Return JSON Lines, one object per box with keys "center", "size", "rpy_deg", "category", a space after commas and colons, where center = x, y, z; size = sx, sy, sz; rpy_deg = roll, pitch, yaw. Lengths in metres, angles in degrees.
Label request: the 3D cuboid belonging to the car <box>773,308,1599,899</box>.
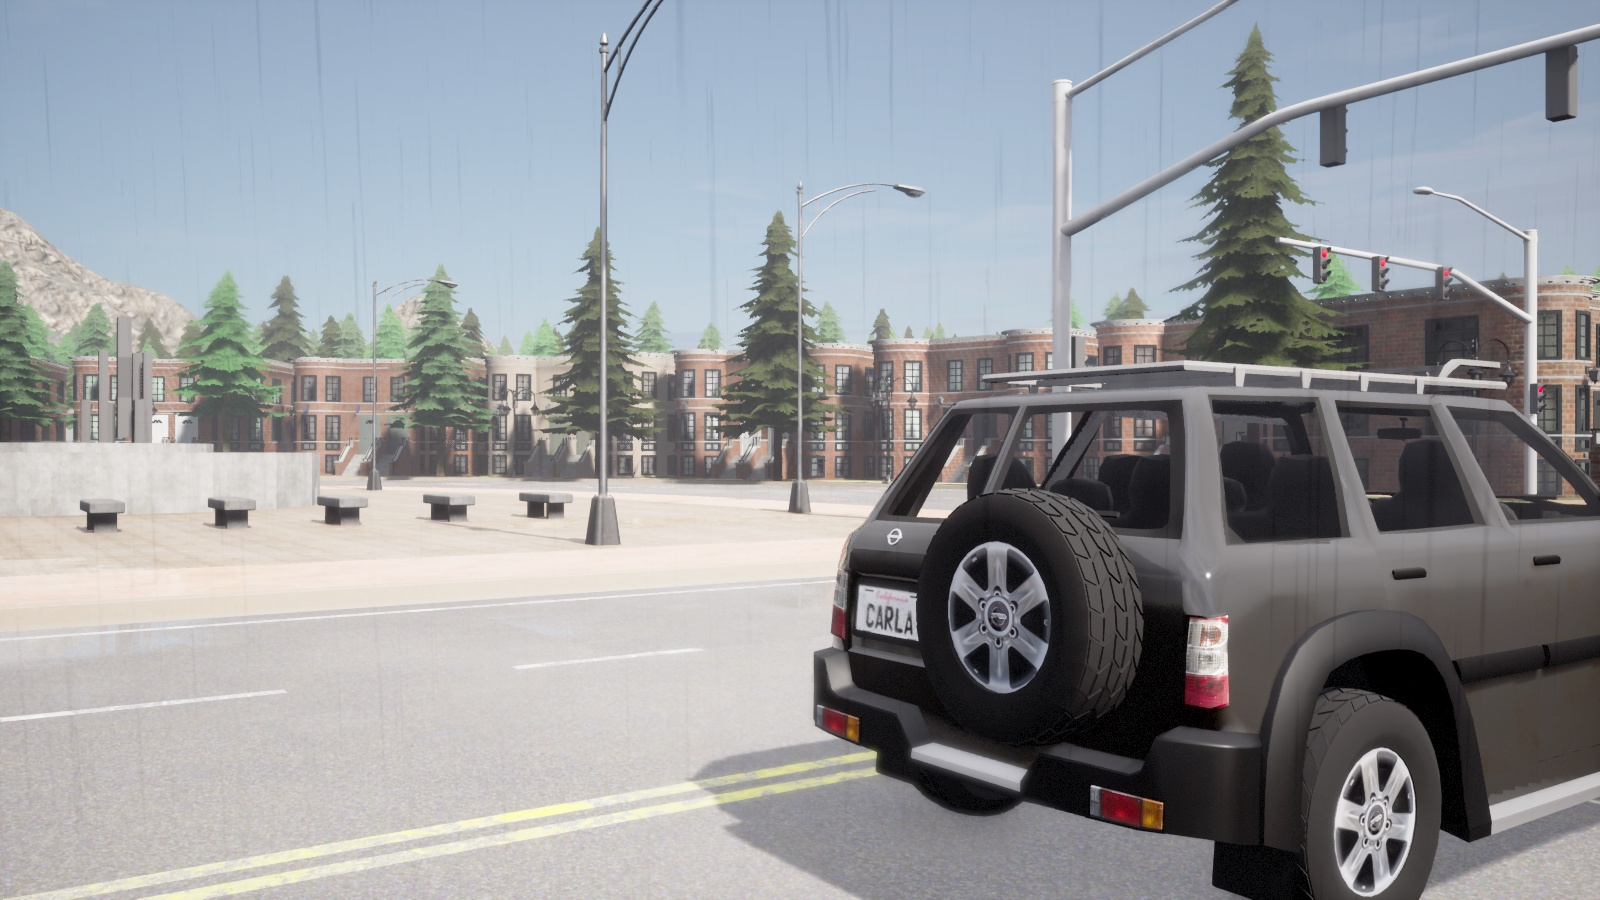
{"center": [2.340, 0.570, 5.301], "size": [4.605, 1.855, 1.932], "rpy_deg": [0, 0, -35], "category": "car"}
